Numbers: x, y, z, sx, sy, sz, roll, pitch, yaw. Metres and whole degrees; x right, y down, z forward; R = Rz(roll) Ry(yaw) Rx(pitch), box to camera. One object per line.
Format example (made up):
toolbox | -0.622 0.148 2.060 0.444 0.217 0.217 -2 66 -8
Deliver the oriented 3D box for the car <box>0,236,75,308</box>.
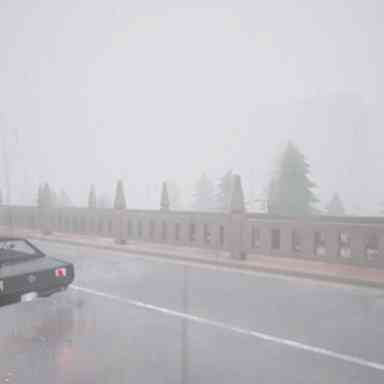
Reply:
car | -4.797 1.652 7.404 4.718 1.301 1.895 0 0 35
